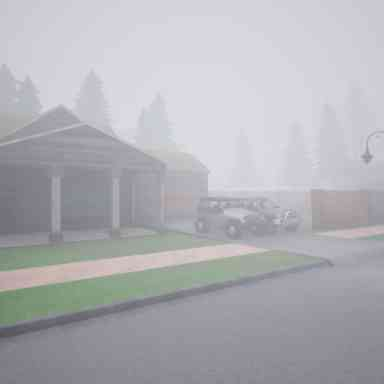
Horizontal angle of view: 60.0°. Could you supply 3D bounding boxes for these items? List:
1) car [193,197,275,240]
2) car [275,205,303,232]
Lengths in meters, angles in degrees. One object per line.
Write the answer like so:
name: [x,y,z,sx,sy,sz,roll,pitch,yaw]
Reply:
car: [1.740,1.175,16.142,1.905,1.878,3.866,0,0,-36]
car: [3.549,1.173,17.931,1.932,1.855,4.605,0,0,-36]
